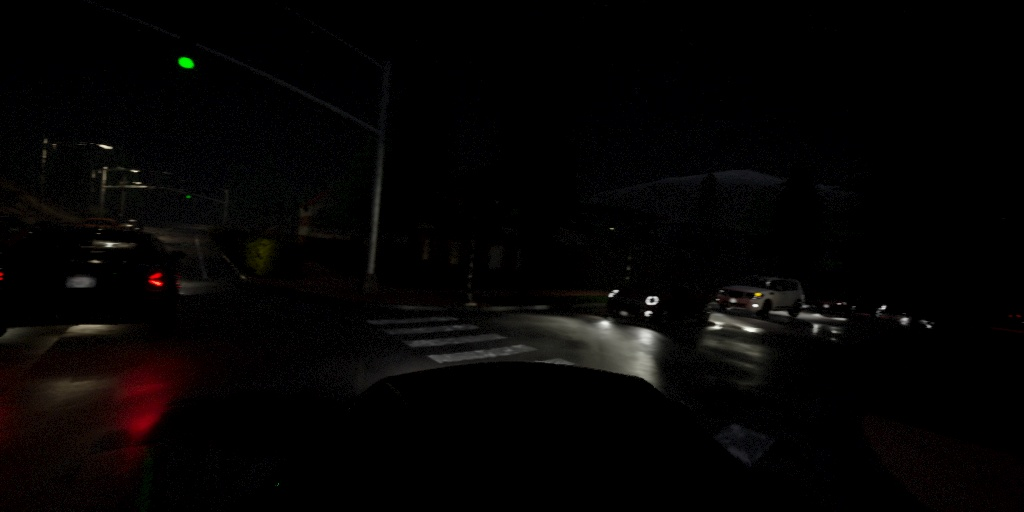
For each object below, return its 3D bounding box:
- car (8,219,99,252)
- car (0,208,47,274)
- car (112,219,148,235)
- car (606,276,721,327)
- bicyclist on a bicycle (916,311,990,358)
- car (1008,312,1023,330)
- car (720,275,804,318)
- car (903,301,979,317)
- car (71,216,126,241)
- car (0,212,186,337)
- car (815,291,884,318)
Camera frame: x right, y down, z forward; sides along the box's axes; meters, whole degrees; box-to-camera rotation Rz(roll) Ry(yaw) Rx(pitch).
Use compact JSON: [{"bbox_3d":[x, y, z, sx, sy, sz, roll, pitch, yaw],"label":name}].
[{"bbox_3d":[-22.542,-1.078,17.858,1.895,1.301,4.718,5,1,-42],"label":"car"},{"bbox_3d":[-15.763,-0.576,10.269,2.097,1.767,4.553,5,1,-42],"label":"car"},{"bbox_3d":[-40.348,-3.110,37.981,2.033,1.411,5.357,5,1,-42],"label":"car"},{"bbox_3d":[5.734,1.568,13.833,4.553,1.767,2.097,5,1,-37],"label":"car"},{"bbox_3d":[14.162,2.346,11.593,0.582,1.620,1.656,5,2,-35],"label":"bicyclist on a bicycle"},{"bbox_3d":[36.078,4.424,23.908,5.008,1.535,1.882,5,1,-10],"label":"car"},{"bbox_3d":[13.532,2.095,19.400,5.566,2.045,2.150,5,1,-30],"label":"car"},{"bbox_3d":[32.121,4.129,26.937,4.718,1.301,1.895,5,1,-12],"label":"car"},{"bbox_3d":[-29.721,-1.999,25.958,1.882,1.535,5.008,5,1,-42],"label":"car"},{"bbox_3d":[-7.791,0.237,6.900,2.097,1.767,4.553,5,1,-42],"label":"car"},{"bbox_3d":[22.493,3.151,23.861,4.902,1.511,2.128,5,1,-21],"label":"car"}]
